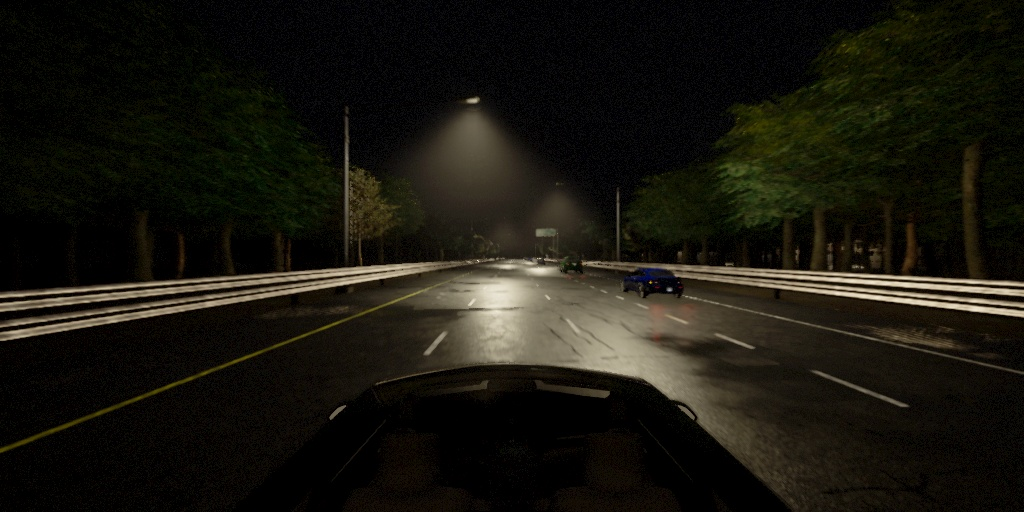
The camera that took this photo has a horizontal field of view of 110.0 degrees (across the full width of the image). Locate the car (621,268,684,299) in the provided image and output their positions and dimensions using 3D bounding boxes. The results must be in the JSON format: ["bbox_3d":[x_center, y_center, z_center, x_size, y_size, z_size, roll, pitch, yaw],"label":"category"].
[{"bbox_3d":[7.012,1.311,18.255,1.812,1.442,4.674,0,0,0],"label":"car"}]

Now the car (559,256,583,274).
[{"bbox_3d":[7.089,1.075,43.272,2.150,2.045,5.566,0,0,0],"label":"car"}]
